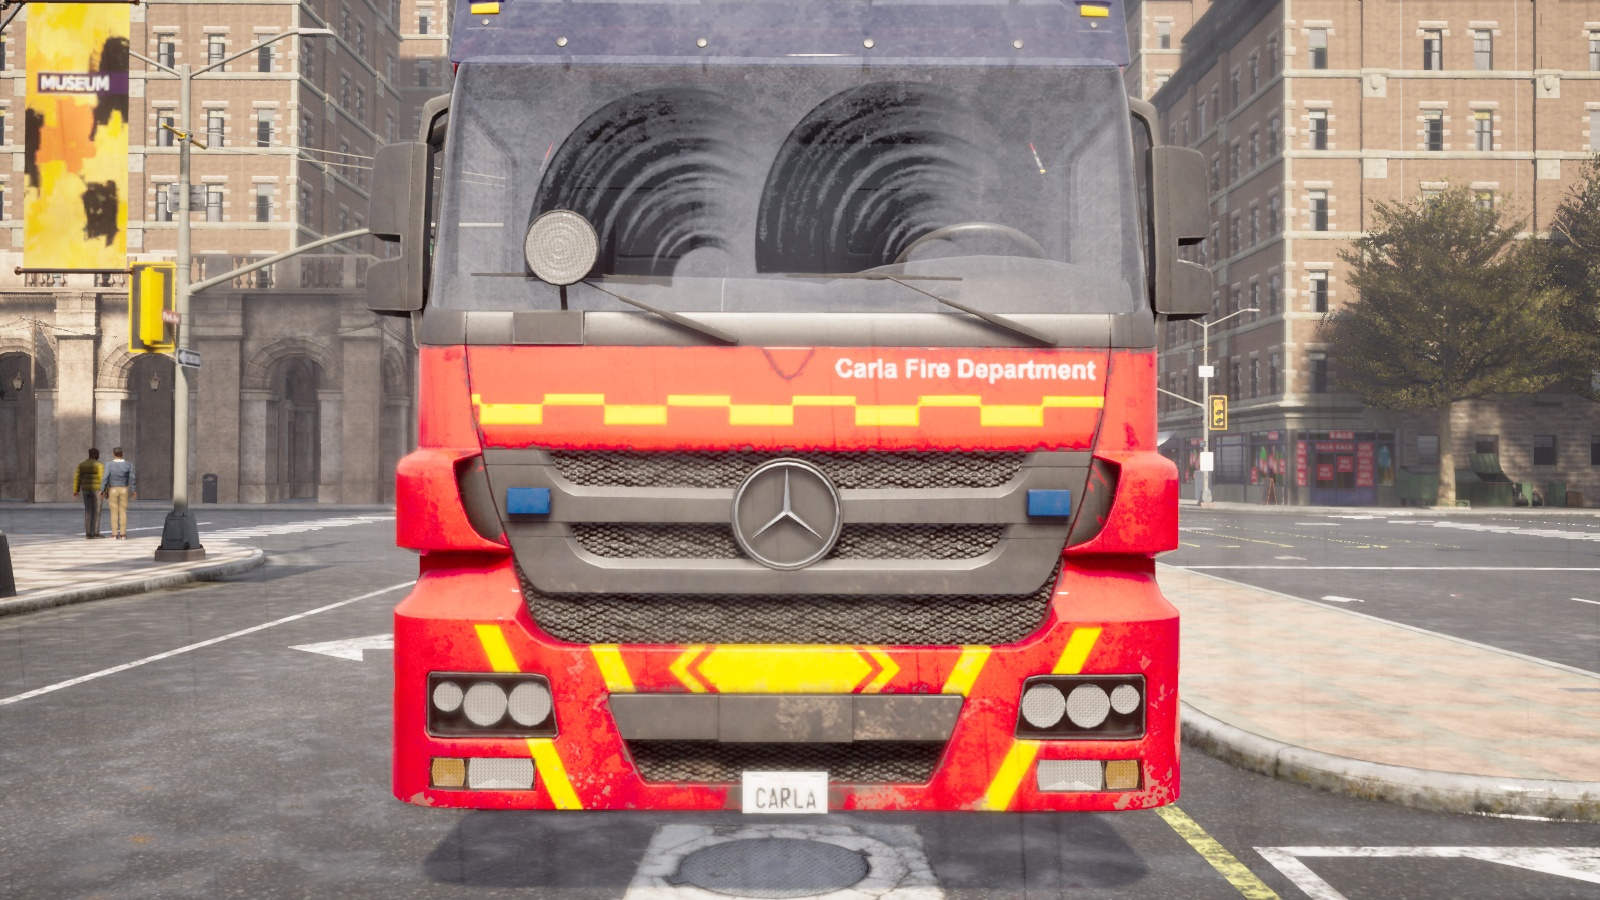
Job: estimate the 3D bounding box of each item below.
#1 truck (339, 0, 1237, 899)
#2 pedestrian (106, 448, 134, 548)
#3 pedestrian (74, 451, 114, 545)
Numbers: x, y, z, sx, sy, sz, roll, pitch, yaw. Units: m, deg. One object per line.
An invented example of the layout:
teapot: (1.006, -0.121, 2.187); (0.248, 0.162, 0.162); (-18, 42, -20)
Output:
truck: (-0.054, -0.211, 8.305); (2.891, 3.827, 8.468); (0, -1, 0)
pedestrian: (-13.447, 0.941, 24.820); (0.423, 1.949, 0.788); (0, -1, -32)
pedestrian: (-14.035, 0.946, 24.985); (0.370, 1.835, 0.726); (0, -1, 0)
